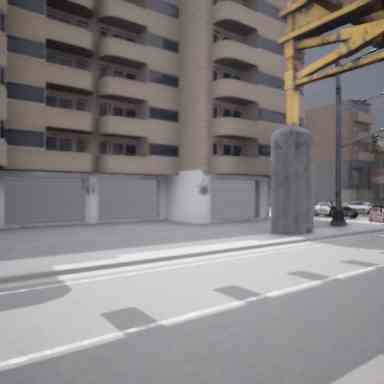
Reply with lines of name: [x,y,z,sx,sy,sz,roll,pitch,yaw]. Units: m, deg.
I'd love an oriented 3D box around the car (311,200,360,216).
car: [12.647,1.363,29.646,1.853,1.218,4.536,0,0,-11]

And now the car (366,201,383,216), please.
car: [16.231,1.531,31.745,4.974,1.542,2.038,0,0,34]

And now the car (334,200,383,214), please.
car: [16.188,1.374,31.774,4.536,1.218,1.853,0,0,34]

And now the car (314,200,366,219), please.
car: [12.656,1.520,29.595,2.038,1.542,4.974,0,0,-11]
